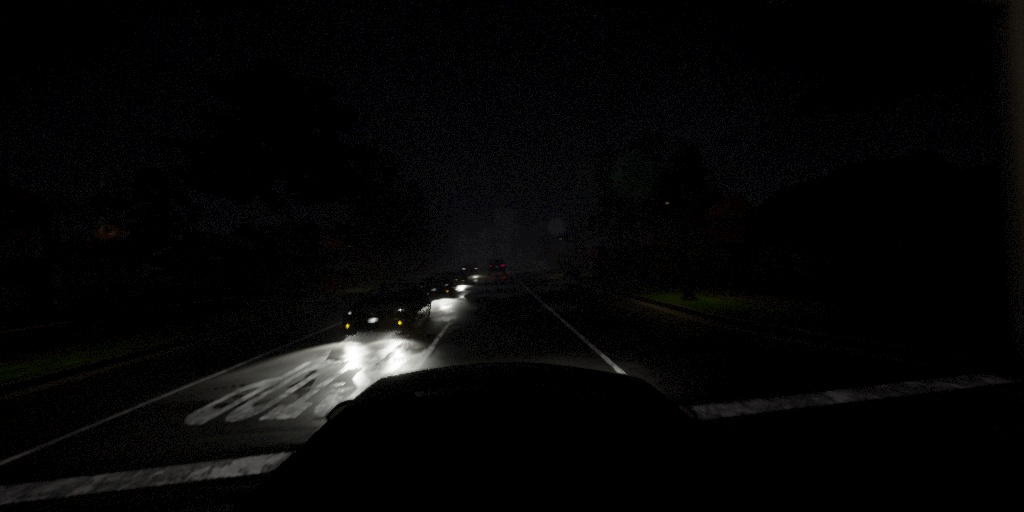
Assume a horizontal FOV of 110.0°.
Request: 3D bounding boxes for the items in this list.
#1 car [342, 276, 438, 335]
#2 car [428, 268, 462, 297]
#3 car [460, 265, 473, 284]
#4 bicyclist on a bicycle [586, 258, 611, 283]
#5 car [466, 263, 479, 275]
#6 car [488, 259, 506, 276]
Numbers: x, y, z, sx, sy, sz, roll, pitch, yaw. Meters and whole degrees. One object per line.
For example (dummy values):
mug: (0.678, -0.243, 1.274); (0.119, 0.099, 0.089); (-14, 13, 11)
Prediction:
car: (-3.921, 1.595, 11.852); (1.994, 1.385, 4.181); (-3, 0, -3)
car: (-4.404, 1.695, 21.750); (1.994, 1.385, 4.181); (-3, 0, -3)
car: (-4.889, 1.796, 31.695); (1.994, 1.385, 4.181); (-3, 0, -3)
bicyclist on a bicycle: (5.472, 0.926, 22.736); (1.656, 1.620, 0.582); (-2, 0, -3)
car: (-5.699, 1.760, 49.517); (2.097, 1.767, 4.553); (-3, 0, -2)
car: (-1.931, 1.410, 46.218); (2.150, 2.045, 5.566); (-3, 0, -2)
